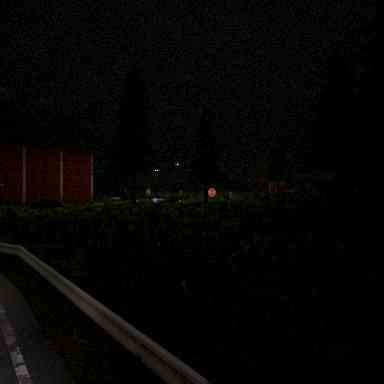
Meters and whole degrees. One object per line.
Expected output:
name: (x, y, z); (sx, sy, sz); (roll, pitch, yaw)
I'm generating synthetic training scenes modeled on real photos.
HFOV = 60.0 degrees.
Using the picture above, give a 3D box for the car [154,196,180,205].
car: (-4.397, 1.503, 58.450); (1.882, 1.535, 5.008); (0, 0, 34)

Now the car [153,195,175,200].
car: (-4.927, 1.590, 51.217); (1.994, 1.385, 4.181); (0, 0, 34)

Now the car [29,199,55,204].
car: (-17.384, 1.552, 38.817); (1.812, 1.442, 4.674); (0, 0, 33)

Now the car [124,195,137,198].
car: (-16.637, 1.531, 89.715); (1.816, 1.474, 4.193); (0, 0, 33)
